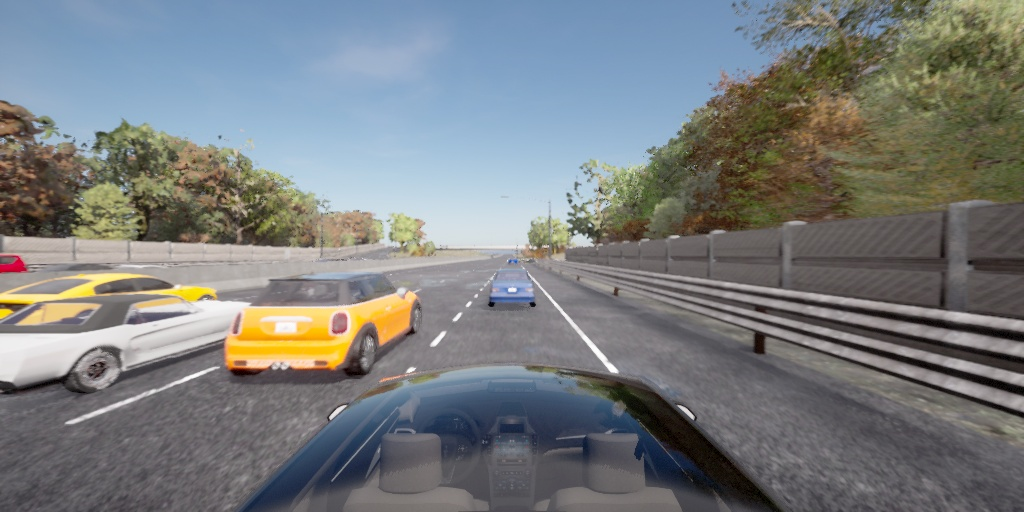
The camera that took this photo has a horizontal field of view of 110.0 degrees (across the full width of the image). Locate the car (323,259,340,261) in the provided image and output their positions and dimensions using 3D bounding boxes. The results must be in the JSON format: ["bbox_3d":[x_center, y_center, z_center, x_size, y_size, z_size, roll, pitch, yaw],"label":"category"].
[{"bbox_3d":[-24.470,1.224,51.257,1.895,1.301,4.718,0,0,0],"label":"car"}]

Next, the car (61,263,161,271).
[{"bbox_3d":[-21.072,1.207,19.900,1.812,1.442,4.674,0,0,0],"label":"car"}]

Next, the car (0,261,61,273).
[{"bbox_3d":[-24.576,1.159,19.934,1.882,1.535,5.008,0,0,0],"label":"car"}]

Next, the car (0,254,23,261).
[{"bbox_3d":[-31.574,0.903,20.292,2.150,2.045,5.566,0,0,0],"label":"car"}]

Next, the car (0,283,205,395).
[{"bbox_3d":[-6.894,1.331,6.558,1.895,1.301,4.718,0,0,0],"label":"car"}]

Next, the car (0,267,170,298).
[{"bbox_3d":[-10.390,1.196,9.493,1.882,1.535,5.008,0,0,0],"label":"car"}]

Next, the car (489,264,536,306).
[{"bbox_3d":[0.009,1.244,15.272,2.033,1.411,5.357,0,0,0],"label":"car"}]

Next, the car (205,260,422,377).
[{"bbox_3d":[-3.396,1.078,7.516,2.097,1.767,4.553,0,0,0],"label":"car"}]
